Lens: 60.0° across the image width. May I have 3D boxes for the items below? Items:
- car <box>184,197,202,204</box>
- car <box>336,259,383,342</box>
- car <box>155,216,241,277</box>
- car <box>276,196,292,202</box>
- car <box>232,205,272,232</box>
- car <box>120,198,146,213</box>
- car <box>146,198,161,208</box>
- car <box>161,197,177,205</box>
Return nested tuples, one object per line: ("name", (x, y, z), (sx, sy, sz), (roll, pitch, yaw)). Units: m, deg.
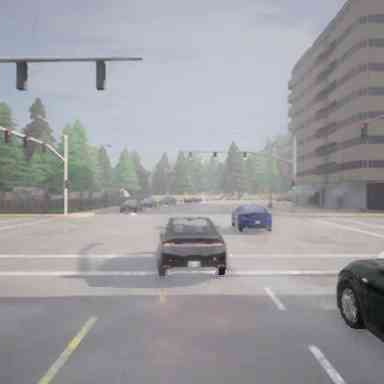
("car", (0.224, 1.680, 67.572), (1.895, 1.301, 4.718), (0, 0, 31))
("car", (3.610, 1.357, 4.083), (2.097, 1.767, 4.553), (0, 0, 0))
("car", (-0.110, 1.504, 10.357), (2.128, 1.511, 4.902), (0, 0, -4))
("car", (21.656, 1.644, 77.132), (4.181, 1.385, 1.994), (0, 0, -22))
("car", (3.599, 1.516, 20.672), (1.882, 1.535, 5.008), (0, 0, 0))
("car", (-6.984, 1.570, 38.531), (1.812, 1.442, 4.674), (0, 0, 2))
("car", (-6.366, 1.582, 48.435), (1.812, 1.442, 4.674), (0, 0, 8))
("car", (-4.223, 1.573, 58.404), (1.837, 1.490, 4.892), (0, 0, 20))
